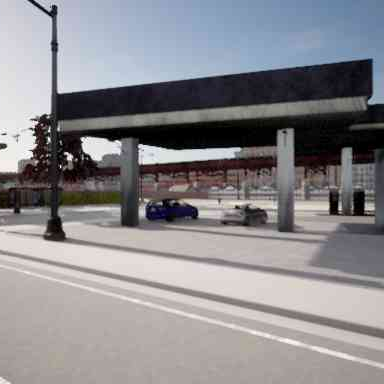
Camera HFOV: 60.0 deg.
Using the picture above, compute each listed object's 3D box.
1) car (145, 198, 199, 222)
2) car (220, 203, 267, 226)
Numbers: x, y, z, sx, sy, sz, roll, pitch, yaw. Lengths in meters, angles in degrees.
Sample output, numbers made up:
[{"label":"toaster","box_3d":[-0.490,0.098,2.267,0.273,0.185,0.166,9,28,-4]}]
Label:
[{"label":"car","box_3d":[-1.461,1.316,25.514,2.242,1.667,4.611,0,0,37]},{"label":"car","box_3d":[3.614,1.469,22.715,1.970,1.475,3.806,0,0,37]}]
